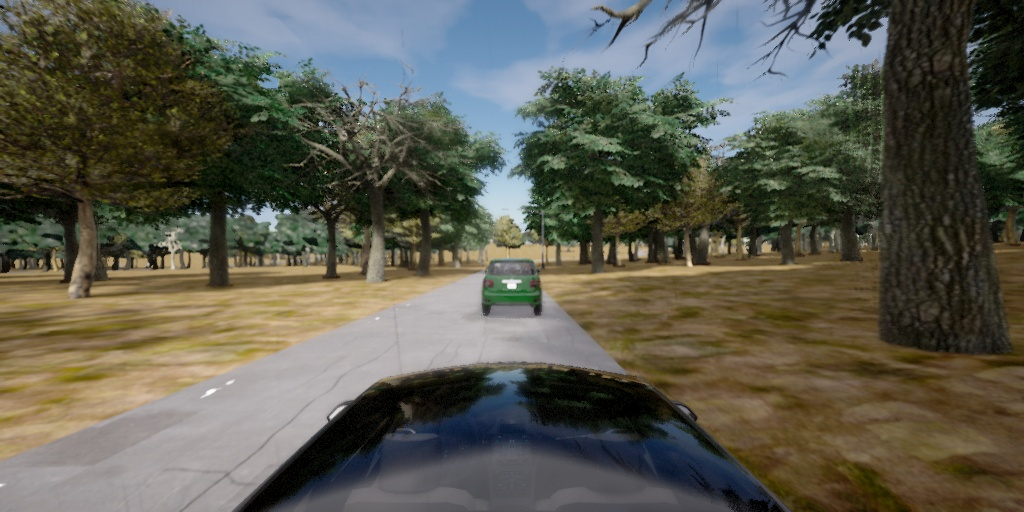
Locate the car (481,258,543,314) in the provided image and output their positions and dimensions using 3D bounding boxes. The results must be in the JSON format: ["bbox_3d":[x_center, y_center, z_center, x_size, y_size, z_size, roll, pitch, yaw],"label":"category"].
[{"bbox_3d":[0.011,1.085,14.415,2.150,2.045,5.566,0,0,0],"label":"car"}]
